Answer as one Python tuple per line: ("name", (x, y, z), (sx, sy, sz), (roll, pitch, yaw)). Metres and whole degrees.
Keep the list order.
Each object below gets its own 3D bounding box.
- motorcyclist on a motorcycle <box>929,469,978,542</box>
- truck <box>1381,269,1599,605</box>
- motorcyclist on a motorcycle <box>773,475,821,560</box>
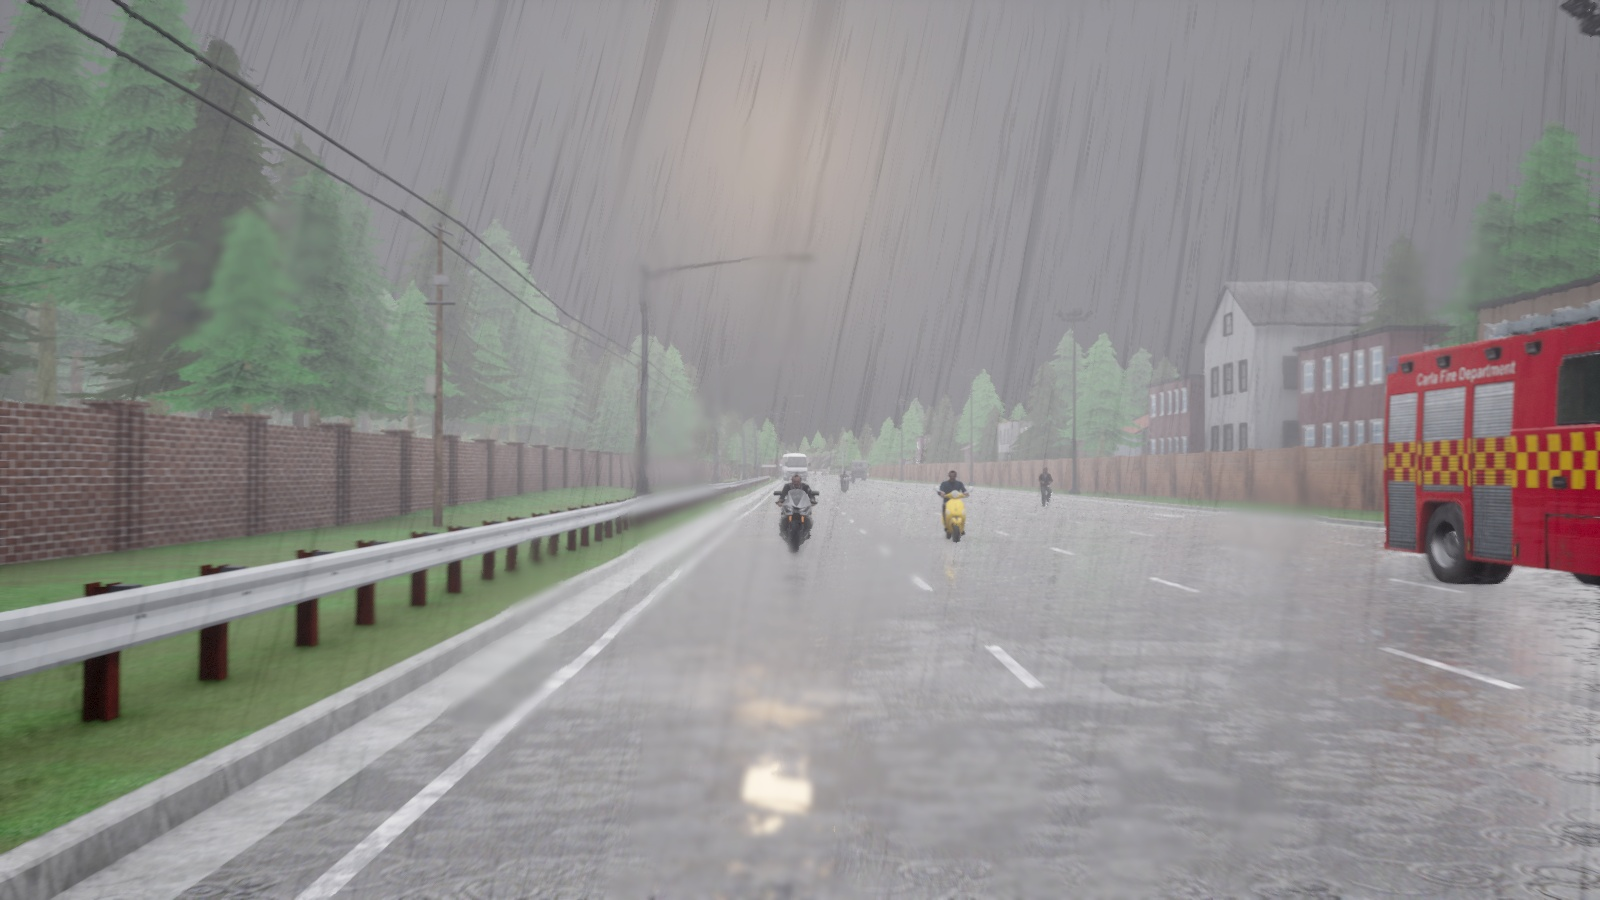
("motorcyclist on a motorcycle", (3.431, 1.226, 28.287), (0.866, 1.590, 1.817), (0, -1, 0))
("truck", (10.553, -0.139, 15.202), (2.891, 3.827, 8.468), (0, -1, -1))
("motorcyclist on a motorcycle", (-0.059, 1.250, 24.005), (0.866, 1.530, 2.191), (0, -1, 0))
